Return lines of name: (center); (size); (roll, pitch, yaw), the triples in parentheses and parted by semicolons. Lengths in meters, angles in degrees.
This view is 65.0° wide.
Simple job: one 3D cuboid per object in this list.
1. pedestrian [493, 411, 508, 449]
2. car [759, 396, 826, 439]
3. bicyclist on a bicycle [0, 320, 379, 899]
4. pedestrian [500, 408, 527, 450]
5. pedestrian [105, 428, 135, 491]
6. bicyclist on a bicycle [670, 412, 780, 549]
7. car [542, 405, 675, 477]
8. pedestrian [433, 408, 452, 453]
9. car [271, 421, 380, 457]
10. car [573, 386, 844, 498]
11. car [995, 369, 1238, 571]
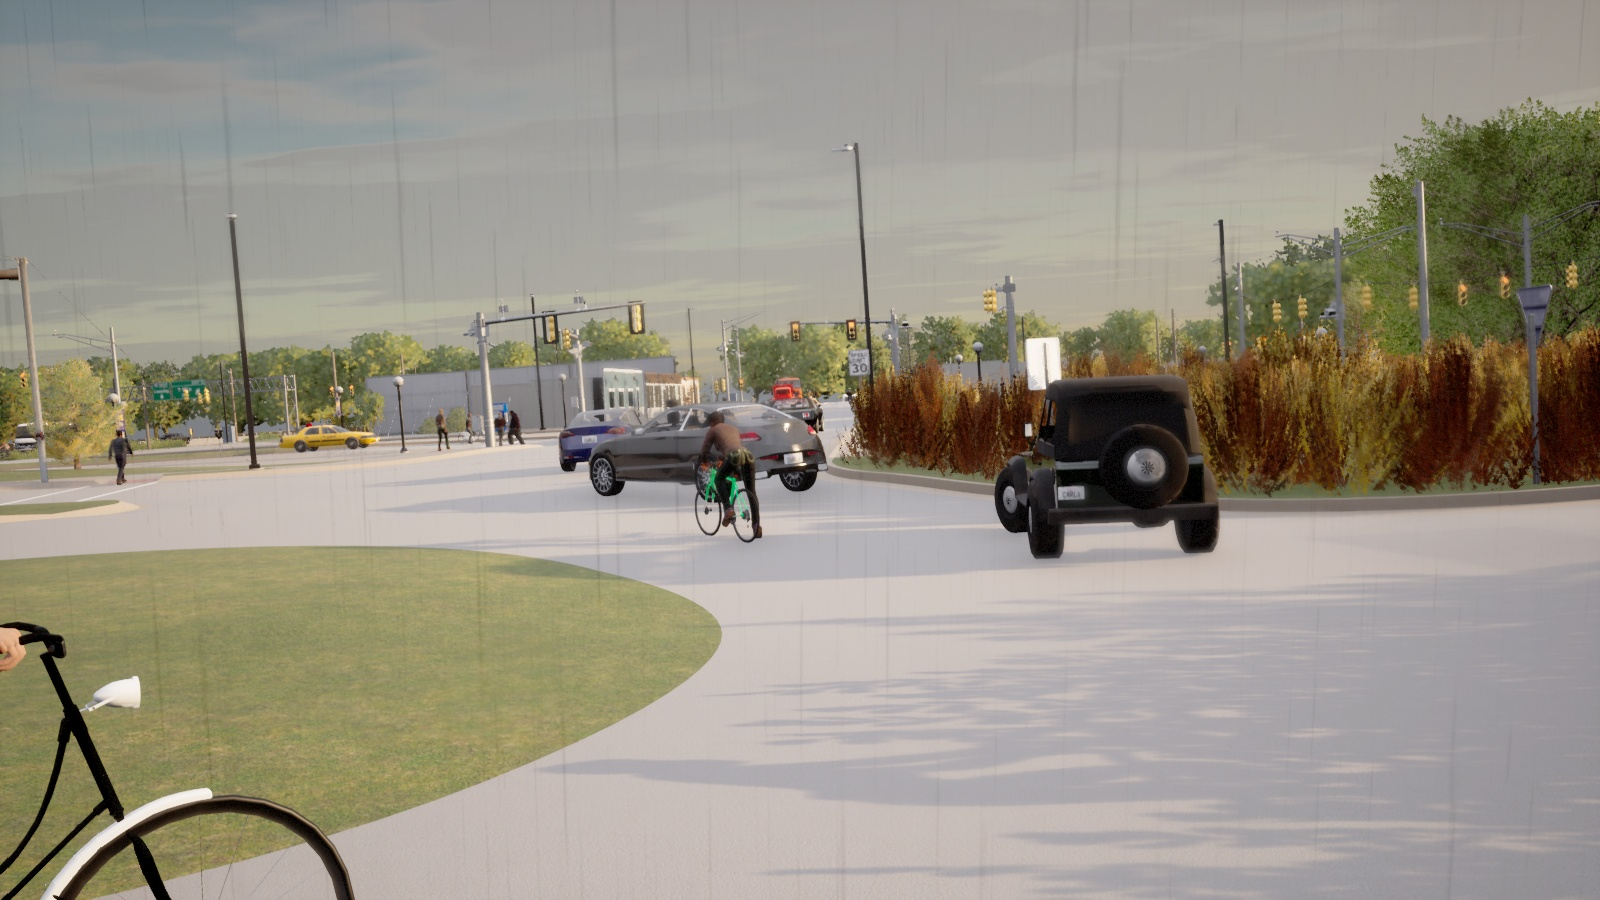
pedestrian: (-14.767, -0.984, 61.904); (0.376, 1.854, 0.720); (-4, 3, 1)
car: (-0.194, -1.195, 44.825); (1.895, 1.301, 4.718); (-4, 2, 5)
bicyclist on a bicycle: (-1.874, 0.645, 2.509); (1.843, 1.776, 0.659); (0, -1, -36)
pedestrian: (-13.269, -0.962, 58.173); (0.899, 1.844, 0.634); (-4, 3, 5)
pedestrian: (-21.944, 0.291, 40.541); (0.423, 1.949, 0.788); (-5, 3, -9)
bicyclist on a bicycle: (-0.972, 0.342, 15.848); (0.582, 1.620, 1.656); (-5, 4, -32)
car: (-4.810, -0.306, 32.407); (2.163, 1.488, 4.792); (-4, 2, 6)
pedestrian: (-14.939, -0.822, 52.437); (0.331, 1.846, 0.634); (-3, 3, 14)
car: (-26.767, -0.635, 70.948); (5.366, 1.575, 1.801); (-4, 3, 1)
car: (-1.757, -0.179, 22.448); (2.152, 1.651, 5.027); (-7, 5, -40)
car: (3.380, 0.100, 14.150); (1.905, 1.878, 3.866); (-3, 3, 4)
